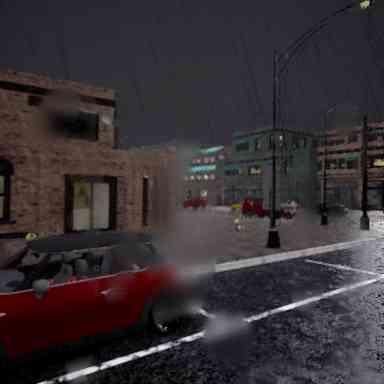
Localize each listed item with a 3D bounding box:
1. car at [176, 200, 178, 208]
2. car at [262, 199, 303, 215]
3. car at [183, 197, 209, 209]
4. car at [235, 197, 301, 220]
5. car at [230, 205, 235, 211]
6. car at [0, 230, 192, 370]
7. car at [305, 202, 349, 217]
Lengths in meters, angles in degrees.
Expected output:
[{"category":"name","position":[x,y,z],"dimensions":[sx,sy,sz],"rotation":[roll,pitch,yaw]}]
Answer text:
[{"category":"car","position":[-3.996,1.695,53.134],"dimensions":[2.097,1.767,4.553],"rotation":[1,-1,-34]},{"category":"car","position":[10.115,1.612,37.446],"dimensions":[1.967,1.590,4.097],"rotation":[0,-1,-35]},{"category":"car","position":[0.625,1.645,51.121],"dimensions":[2.192,1.841,5.009],"rotation":[0,-1,-35]},{"category":"car","position":[6.393,1.338,28.111],"dimensions":[2.192,1.841,5.009],"rotation":[0,-1,-35]},{"category":"car","position":[6.855,1.752,42.143],"dimensions":[1.752,1.417,4.829],"rotation":[0,-1,-35]},{"category":"car","position":[-2.085,1.436,5.055],"dimensions":[4.097,1.590,1.967],"rotation":[0,1,-35]},{"category":"car","position":[13.278,1.685,32.887],"dimensions":[1.947,1.339,4.313],"rotation":[0,-1,-35]}]
